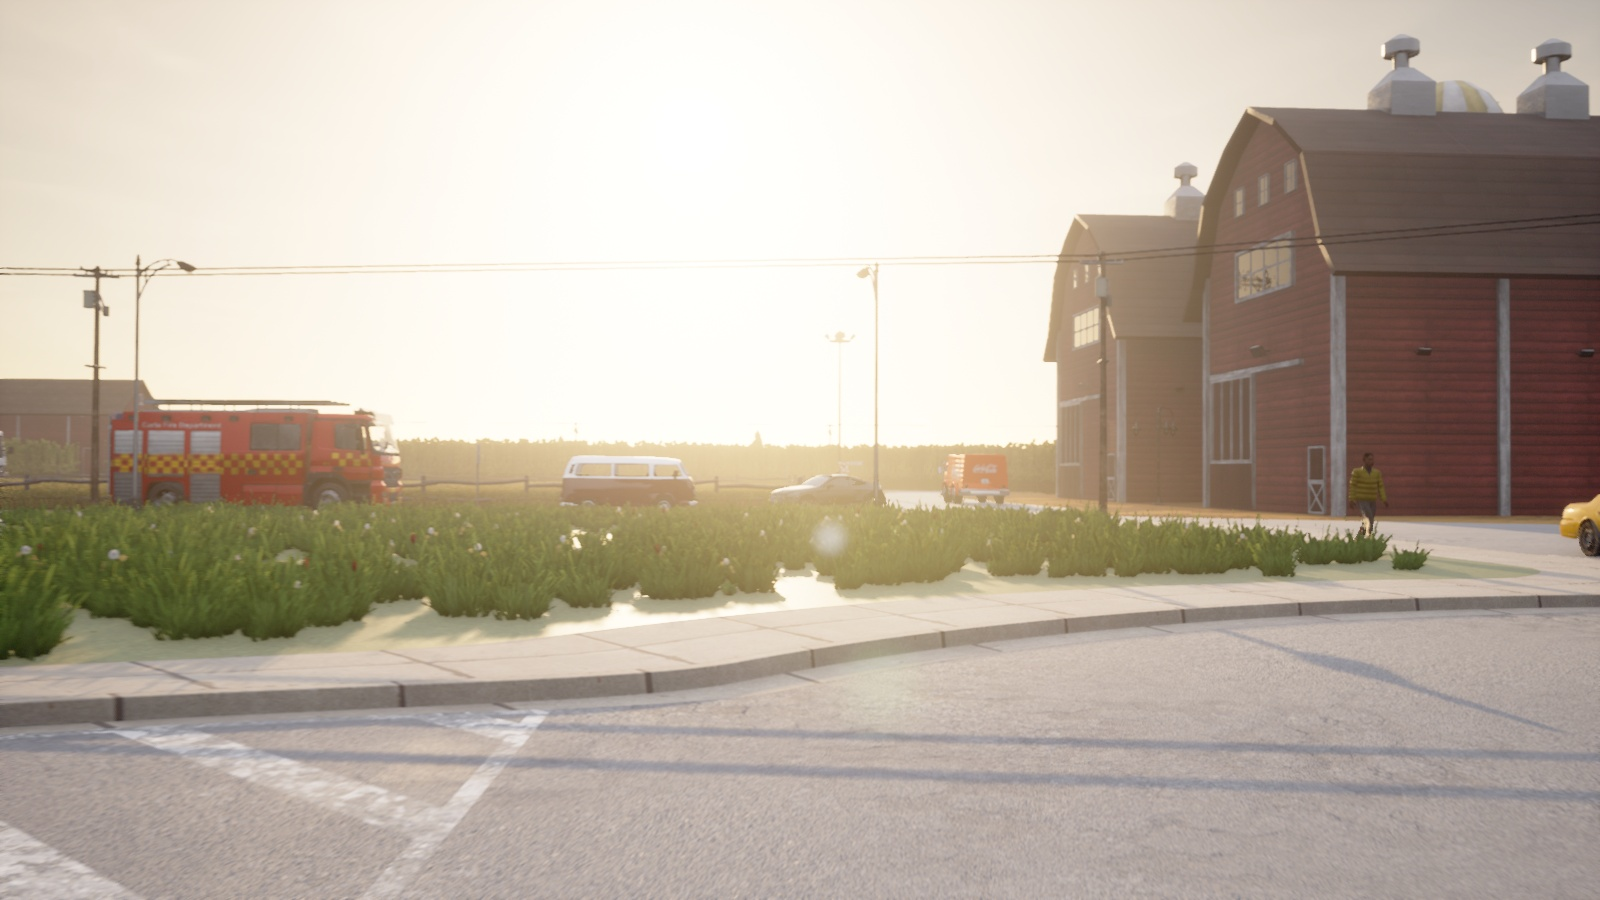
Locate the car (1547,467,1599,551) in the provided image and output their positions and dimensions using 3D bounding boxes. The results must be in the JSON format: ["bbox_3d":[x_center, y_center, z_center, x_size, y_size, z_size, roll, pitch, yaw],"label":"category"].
[{"bbox_3d":[15.843,1.093,22.655,1.801,1.575,5.366,0,-1,4],"label":"car"}]

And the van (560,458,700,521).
[{"bbox_3d":[-5.579,1.291,41.697,4.480,2.038,2.069,0,-1,-4],"label":"van"}]

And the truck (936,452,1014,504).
[{"bbox_3d":[8.704,1.402,62.978,2.627,2.467,5.204,0,-1,-7],"label":"truck"}]

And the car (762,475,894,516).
[{"bbox_3d":[1.052,1.649,46.463,4.674,1.442,1.812,0,-1,-34],"label":"car"}]

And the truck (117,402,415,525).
[{"bbox_3d":[-17.201,0.433,40.953,8.468,3.827,2.891,0,-1,-4],"label":"truck"}]

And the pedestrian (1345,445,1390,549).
[{"bbox_3d":[10.222,0.831,22.622,0.431,1.840,0.709,0,-1,-5],"label":"pedestrian"}]
